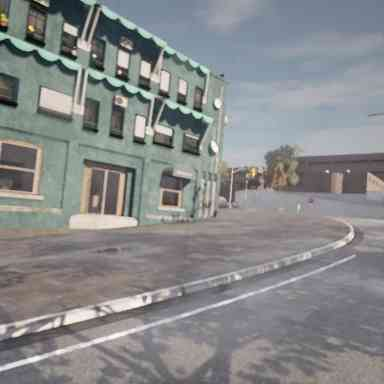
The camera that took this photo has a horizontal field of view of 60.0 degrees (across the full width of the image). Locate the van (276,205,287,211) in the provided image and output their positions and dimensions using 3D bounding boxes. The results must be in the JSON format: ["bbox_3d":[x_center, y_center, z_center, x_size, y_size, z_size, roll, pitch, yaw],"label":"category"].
[{"bbox_3d":[15.461,3.332,57.563,1.878,1.987,4.442,2,-6,19],"label":"van"}]

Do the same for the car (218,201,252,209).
[{"bbox_3d":[4.750,1.954,44.638,5.357,1.411,2.033,-1,-6,39],"label":"car"}]

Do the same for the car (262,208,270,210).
[{"bbox_3d":[13.159,3.642,59.521,2.002,1.452,4.674,1,-6,19],"label":"car"}]
